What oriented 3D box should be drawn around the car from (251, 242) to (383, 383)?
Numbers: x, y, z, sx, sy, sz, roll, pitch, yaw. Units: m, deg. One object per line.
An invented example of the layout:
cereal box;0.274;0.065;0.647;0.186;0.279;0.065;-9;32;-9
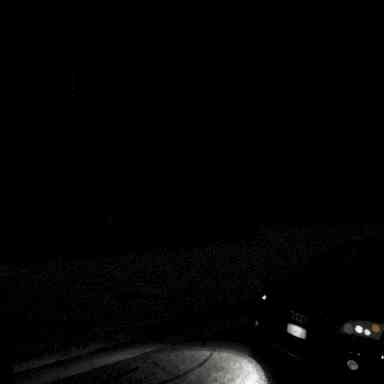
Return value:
car;2.938;1.564;5.336;4.181;1.385;1.994;0;0;-35
